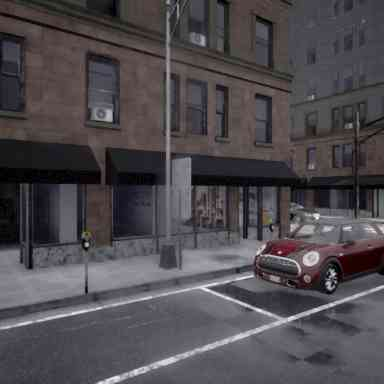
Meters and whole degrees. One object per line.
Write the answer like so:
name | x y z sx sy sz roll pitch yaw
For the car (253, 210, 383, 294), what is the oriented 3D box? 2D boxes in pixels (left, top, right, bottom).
car | 3.494 1.440 8.692 4.097 1.590 1.967 0 0 -36

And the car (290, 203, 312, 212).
car | 7.101 1.537 24.645 2.128 1.511 4.902 0 0 -35
